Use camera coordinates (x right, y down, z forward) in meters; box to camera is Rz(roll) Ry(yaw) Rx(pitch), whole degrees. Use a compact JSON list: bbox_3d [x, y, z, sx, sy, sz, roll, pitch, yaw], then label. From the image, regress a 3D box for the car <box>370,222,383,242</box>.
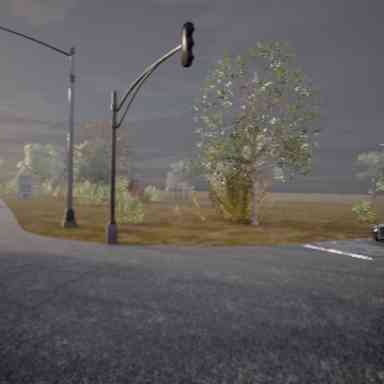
[{"bbox_3d":[10.358,1.681,15.499,4.181,1.385,1.994,1,0,-28],"label":"car"}]
